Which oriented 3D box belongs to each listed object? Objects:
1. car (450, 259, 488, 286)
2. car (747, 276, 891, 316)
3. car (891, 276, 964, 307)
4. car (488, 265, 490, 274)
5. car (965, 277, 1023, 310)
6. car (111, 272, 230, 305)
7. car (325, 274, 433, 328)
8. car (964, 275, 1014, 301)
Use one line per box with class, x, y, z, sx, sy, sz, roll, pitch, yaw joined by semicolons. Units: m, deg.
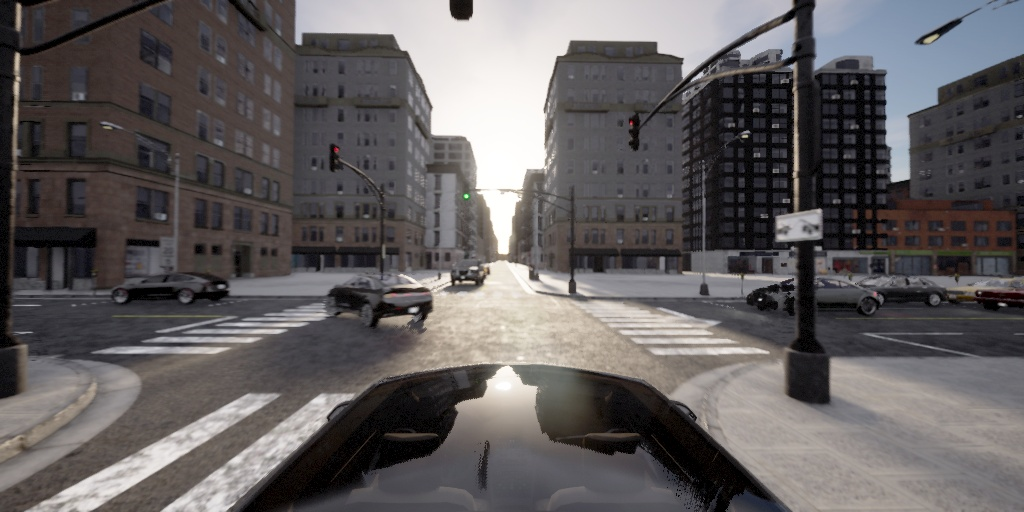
car;-3.474;1.235;28.921;2.150;2.045;5.566;0;-1;2
car;11.722;1.531;14.115;4.181;1.385;1.994;0;-1;-1
car;17.587;1.598;16.771;4.403;1.370;2.007;0;0;-1
car;-3.721;1.591;38.983;1.882;1.535;5.008;0;-1;-1
car;21.722;1.634;14.335;4.718;1.301;1.895;0;-1;-1
car;-15.132;1.400;16.061;4.313;1.339;1.948;0;0;-1
car;-4.507;1.323;11.854;4.902;1.511;2.128;0;-2;45
car;23.095;1.610;16.891;4.829;1.417;1.751;0;0;-1
